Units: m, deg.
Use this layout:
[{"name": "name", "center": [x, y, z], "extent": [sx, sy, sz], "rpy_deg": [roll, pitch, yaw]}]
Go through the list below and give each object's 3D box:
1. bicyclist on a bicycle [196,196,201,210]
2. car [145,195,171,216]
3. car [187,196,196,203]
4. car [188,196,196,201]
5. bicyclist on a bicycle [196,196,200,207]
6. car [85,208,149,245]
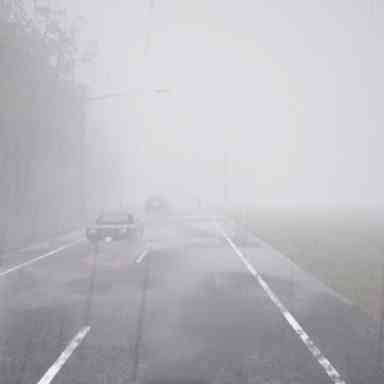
[{"name": "bicyclist on a bicycle", "center": [0.957, 1.533, 42.892], "extent": [0.582, 1.620, 1.656], "rpy_deg": [0, 0, 0]}, {"name": "car", "center": [-3.406, 1.284, 33.394], "extent": [2.150, 2.045, 5.566], "rpy_deg": [0, 0, 0]}, {"name": "car", "center": [-0.008, 1.693, 73.860], "extent": [1.994, 1.385, 4.181], "rpy_deg": [0, 0, 0]}, {"name": "car", "center": [-0.010, 1.623, 85.413], "extent": [1.895, 1.301, 4.718], "rpy_deg": [0, 0, 0]}, {"name": "bicyclist on a bicycle", "center": [0.957, 1.469, 52.574], "extent": [0.659, 1.776, 1.843], "rpy_deg": [0, 0, 0]}, {"name": "car", "center": [-3.401, 1.630, 15.740], "extent": [1.895, 1.301, 4.718], "rpy_deg": [0, 0, 0]}]
